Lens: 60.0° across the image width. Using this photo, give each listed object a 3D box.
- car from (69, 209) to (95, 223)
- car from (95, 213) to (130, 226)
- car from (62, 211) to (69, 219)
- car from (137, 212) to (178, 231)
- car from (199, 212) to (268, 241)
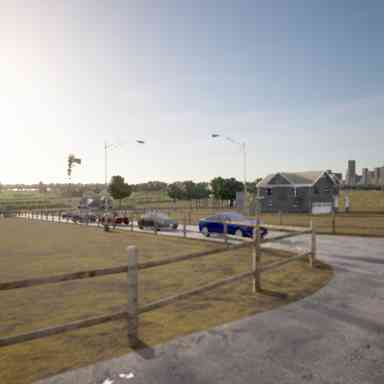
[{"bbox_3d":[-14.120,3.059,43.572,2.097,1.767,4.553,0,-2,-35],"label":"car"},{"bbox_3d":[-8.287,2.888,35.368,1.895,1.301,4.718,0,-2,-36],"label":"car"},{"bbox_3d":[-21.680,4.001,59.146,1.994,1.385,4.181,0,-2,-36],"label":"car"},{"bbox_3d":[-2.988,2.441,27.949,1.812,1.442,4.674,0,-2,-35],"label":"car"},{"bbox_3d":[2.408,2.025,20.409,1.882,1.535,5.008,0,-2,-36],"label":"car"}]
